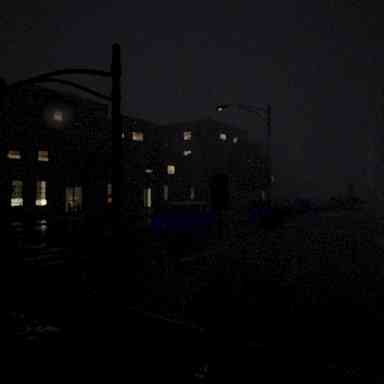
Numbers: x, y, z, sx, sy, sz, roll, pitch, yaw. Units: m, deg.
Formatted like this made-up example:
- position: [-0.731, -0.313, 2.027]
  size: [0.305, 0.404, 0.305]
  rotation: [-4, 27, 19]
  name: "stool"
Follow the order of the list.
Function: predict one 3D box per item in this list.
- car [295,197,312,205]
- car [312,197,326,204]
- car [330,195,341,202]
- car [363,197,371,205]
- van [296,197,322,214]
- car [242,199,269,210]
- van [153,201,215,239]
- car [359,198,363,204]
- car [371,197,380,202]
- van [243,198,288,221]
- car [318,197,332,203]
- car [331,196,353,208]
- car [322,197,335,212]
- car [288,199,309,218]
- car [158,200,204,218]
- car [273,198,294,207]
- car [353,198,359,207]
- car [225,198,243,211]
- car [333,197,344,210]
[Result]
- position: [21.316, 1.698, 63.324]
  size: [1.887, 1.381, 4.507]
  rotation: [0, 0, 35]
  name: "car"
- position: [27.551, 1.721, 72.232]
  size: [1.752, 1.417, 4.829]
  rotation: [0, 0, 35]
  name: "car"
- position: [37.149, 1.705, 85.941]
  size: [1.967, 1.590, 4.097]
  rotation: [0, 0, 35]
  name: "car"
- position: [34.504, 1.805, 67.551]
  size: [1.887, 1.381, 4.507]
  rotation: [0, 0, 35]
  name: "car"
- position: [12.339, 1.465, 35.886]
  size: [1.690, 1.788, 3.998]
  rotation: [0, 0, 35]
  name: "van"
- position: [8.650, 1.621, 45.231]
  size: [1.887, 1.381, 4.507]
  rotation: [0, 0, 35]
  name: "car"
- position: [-0.327, 1.402, 17.791]
  size: [1.690, 1.788, 3.998]
  rotation: [0, 0, 35]
  name: "van"
- position: [28.269, 1.744, 58.643]
  size: [1.752, 1.417, 4.829]
  rotation: [0, 0, 35]
  name: "car"
- position: [44.004, 1.895, 81.121]
  size: [1.947, 1.339, 4.313]
  rotation: [0, 0, 35]
  name: "car"
- position: [6.006, 1.432, 26.839]
  size: [1.690, 1.788, 3.998]
  rotation: [0, 0, 35]
  name: "van"
- position: [30.815, 1.784, 76.895]
  size: [1.947, 1.339, 4.313]
  rotation: [0, 0, 35]
  name: "car"
- position: [21.839, 1.493, 49.457]
  size: [2.192, 1.841, 5.009]
  rotation: [0, 0, 35]
  name: "car"
- position: [15.603, 1.667, 40.549]
  size: [1.752, 1.417, 4.829]
  rotation: [0, 0, 35]
  name: "car"
- position: [9.171, 1.651, 31.362]
  size: [1.887, 1.381, 4.507]
  rotation: [0, 0, 35]
  name: "car"
- position: [-0.947, 1.551, 31.520]
  size: [1.752, 1.417, 4.829]
  rotation: [0, 0, 35]
  name: "car"
- position: [14.983, 1.658, 54.277]
  size: [1.887, 1.381, 4.507]
  rotation: [0, 0, 35]
  name: "car"
- position: [25.006, 1.512, 53.981]
  size: [2.192, 1.841, 5.009]
  rotation: [0, 0, 35]
  name: "car"
- position: [5.484, 1.499, 40.707]
  size: [1.967, 1.590, 4.097]
  rotation: [0, 0, 35]
  name: "car"
- position: [18.671, 1.725, 44.933]
  size: [1.947, 1.339, 4.313]
  rotation: [0, 0, 35]
  name: "car"
